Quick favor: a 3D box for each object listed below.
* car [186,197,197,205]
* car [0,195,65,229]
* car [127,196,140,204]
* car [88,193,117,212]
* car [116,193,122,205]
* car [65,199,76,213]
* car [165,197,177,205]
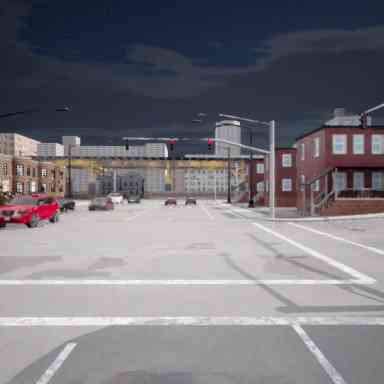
[{"bbox_3d":[-0.170,1.526,58.582,1.812,1.442,4.674,0,0,0],"label":"car"},{"bbox_3d":[-10.662,1.224,21.931,2.150,2.045,5.566,0,0,0],"label":"car"},{"bbox_3d":[-10.701,1.493,61.280,2.128,1.511,4.902,0,0,0],"label":"car"},{"bbox_3d":[-10.713,1.353,39.478,2.097,1.767,4.553,0,0,0],"label":"car"},{"bbox_3d":[-14.203,1.223,60.616,2.150,2.045,5.566,0,0,0],"label":"car"},{"bbox_3d":[-14.206,1.491,36.342,2.128,1.511,4.902,0,0,0],"label":"car"},{"bbox_3d":[-3.565,1.526,56.764,1.812,1.442,4.674,0,0,0],"label":"car"}]
